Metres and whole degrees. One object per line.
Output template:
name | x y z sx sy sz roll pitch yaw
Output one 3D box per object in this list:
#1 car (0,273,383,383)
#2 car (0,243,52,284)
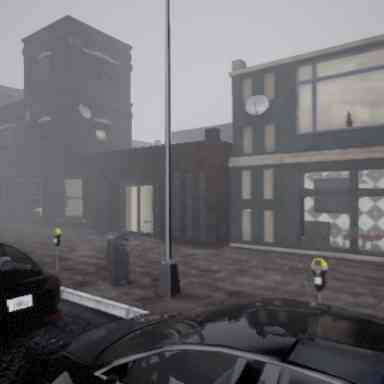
car | 0.468 1.563 2.549 4.313 1.339 1.947 0 0 36
car | -4.036 1.549 5.763 4.313 1.339 1.947 0 0 36
